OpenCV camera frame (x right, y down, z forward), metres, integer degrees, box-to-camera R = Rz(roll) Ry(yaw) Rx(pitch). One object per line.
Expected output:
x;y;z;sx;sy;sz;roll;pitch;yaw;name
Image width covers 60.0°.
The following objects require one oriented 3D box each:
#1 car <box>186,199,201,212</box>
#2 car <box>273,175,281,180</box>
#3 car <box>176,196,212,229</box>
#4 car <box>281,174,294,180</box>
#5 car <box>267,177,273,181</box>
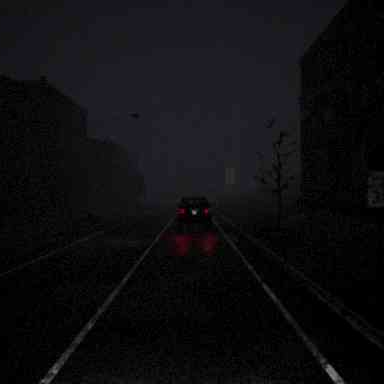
0.170;1.686;41.443;1.812;1.442;4.674;0;0;0;car
22.591;-3.428;82.460;2.097;1.535;5.008;0;1;-4;car
0.137;1.308;22.246;2.150;2.045;5.566;0;0;0;car
23.050;-3.474;76.954;2.185;1.767;4.553;0;1;-5;car
22.248;-3.466;87.998;2.002;1.452;4.674;0;1;-2;car
